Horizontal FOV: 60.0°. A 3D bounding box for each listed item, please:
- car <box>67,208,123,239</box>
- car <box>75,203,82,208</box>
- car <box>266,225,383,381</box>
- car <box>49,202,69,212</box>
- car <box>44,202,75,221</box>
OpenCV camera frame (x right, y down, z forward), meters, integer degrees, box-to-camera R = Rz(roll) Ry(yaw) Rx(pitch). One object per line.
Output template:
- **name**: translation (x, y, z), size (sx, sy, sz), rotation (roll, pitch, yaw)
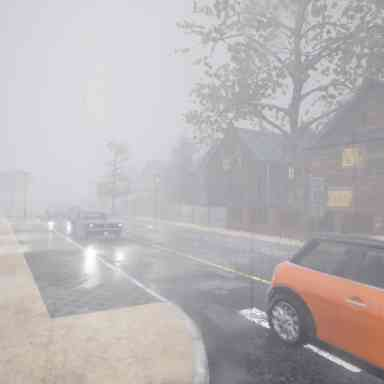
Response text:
- **car**: translation (-5.379, 1.770, 18.478), size (1.895, 1.301, 4.718), rotation (2, -1, -30)
- **car**: translation (-14.206, 1.972, 39.374), size (1.812, 1.442, 4.674), rotation (2, -2, -30)
- **car**: translation (3.068, 1.408, 3.995), size (2.097, 1.767, 4.553), rotation (2, -1, -30)
- **car**: translation (-19.220, 2.144, 47.869), size (1.895, 1.301, 4.718), rotation (2, -2, -30)
- **car**: translation (-12.271, 1.808, 30.314), size (1.812, 1.442, 4.674), rotation (2, -2, -30)
